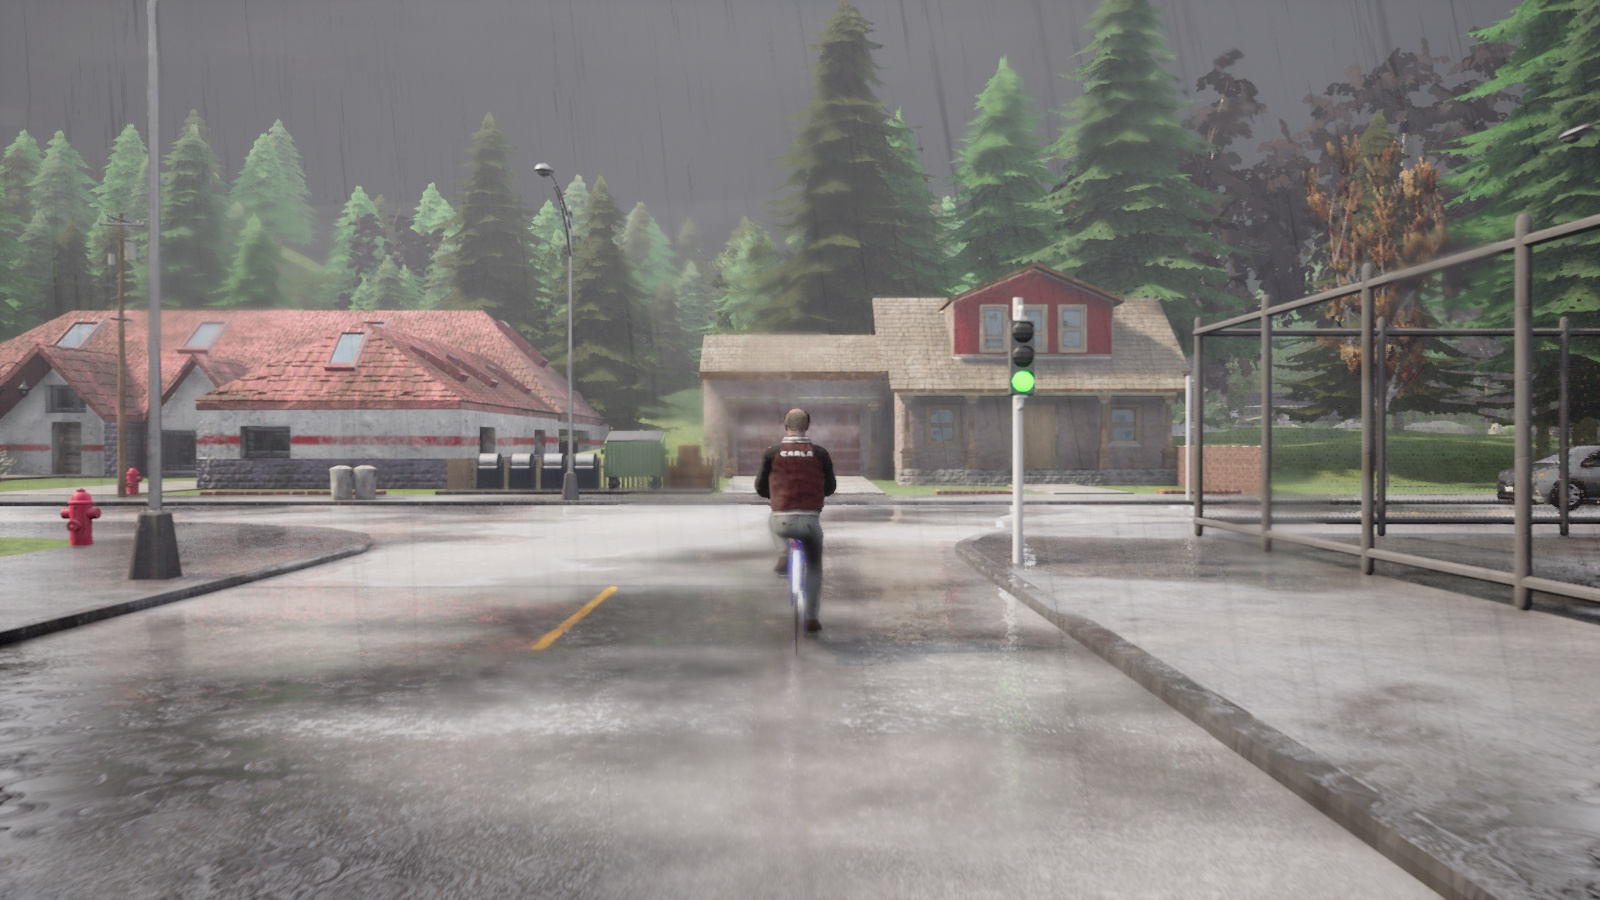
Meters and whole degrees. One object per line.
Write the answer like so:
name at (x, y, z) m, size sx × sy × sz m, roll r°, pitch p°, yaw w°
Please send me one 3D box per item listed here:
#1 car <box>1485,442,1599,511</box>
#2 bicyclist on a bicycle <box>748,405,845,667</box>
car at (18.617, 0.589, 29.003) m, size 4.514 × 1.525 × 2.007 m, roll 0°, pitch 0°, yaw -1°
bicyclist on a bicycle at (-0.020, 0.579, 9.448) m, size 0.659 × 1.776 × 1.843 m, roll 0°, pitch 0°, yaw 0°
